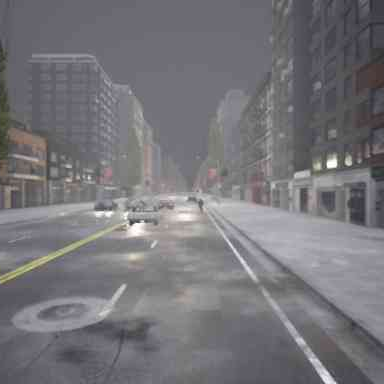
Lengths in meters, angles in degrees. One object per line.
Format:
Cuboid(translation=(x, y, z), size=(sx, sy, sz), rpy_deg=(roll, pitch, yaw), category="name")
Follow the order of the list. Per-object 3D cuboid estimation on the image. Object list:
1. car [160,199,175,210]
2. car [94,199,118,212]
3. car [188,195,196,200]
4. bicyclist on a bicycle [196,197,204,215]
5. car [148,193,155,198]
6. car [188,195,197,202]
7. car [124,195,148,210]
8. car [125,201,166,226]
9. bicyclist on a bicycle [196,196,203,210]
Cuboid(translation=(-3.135, 1.543, 41.620), size=(1.895, 1.301, 4.718), rpy_deg=(0, 0, 0), category="car")
Cuboid(translation=(-9.813, 1.513, 38.251), size=(1.994, 1.385, 4.181), rpy_deg=(0, 0, 0), category="car")
Cuboid(translation=(0.027, 1.394, 85.894), size=(2.033, 1.411, 5.357), rpy_deg=(0, 0, 0), category="car")
Cuboid(translation=(0.904, 1.410, 32.190), size=(0.582, 1.620, 1.656), rpy_deg=(0, 0, 0), category="bicyclist on a bicycle")
Cuboid(translation=(-9.726, 0.985, 78.856), size=(1.837, 1.490, 4.892), rpy_deg=(0, 0, 0), category="car")
Cuboid(translation=(0.022, 1.365, 70.244), size=(1.882, 1.535, 5.008), rpy_deg=(0, 0, 0), category="car")
Cuboid(translation=(-6.561, 1.440, 38.697), size=(2.128, 1.511, 4.902), rpy_deg=(0, 0, 0), category="car")
Cuboid(translation=(-3.144, 1.572, 23.320), size=(1.895, 1.301, 4.718), rpy_deg=(0, 0, 0), category="car")
Cuboid(translation=(0.929, 1.377, 42.232), size=(0.866, 1.612, 1.509), rpy_deg=(0, 0, 0), category="bicyclist on a bicycle")
